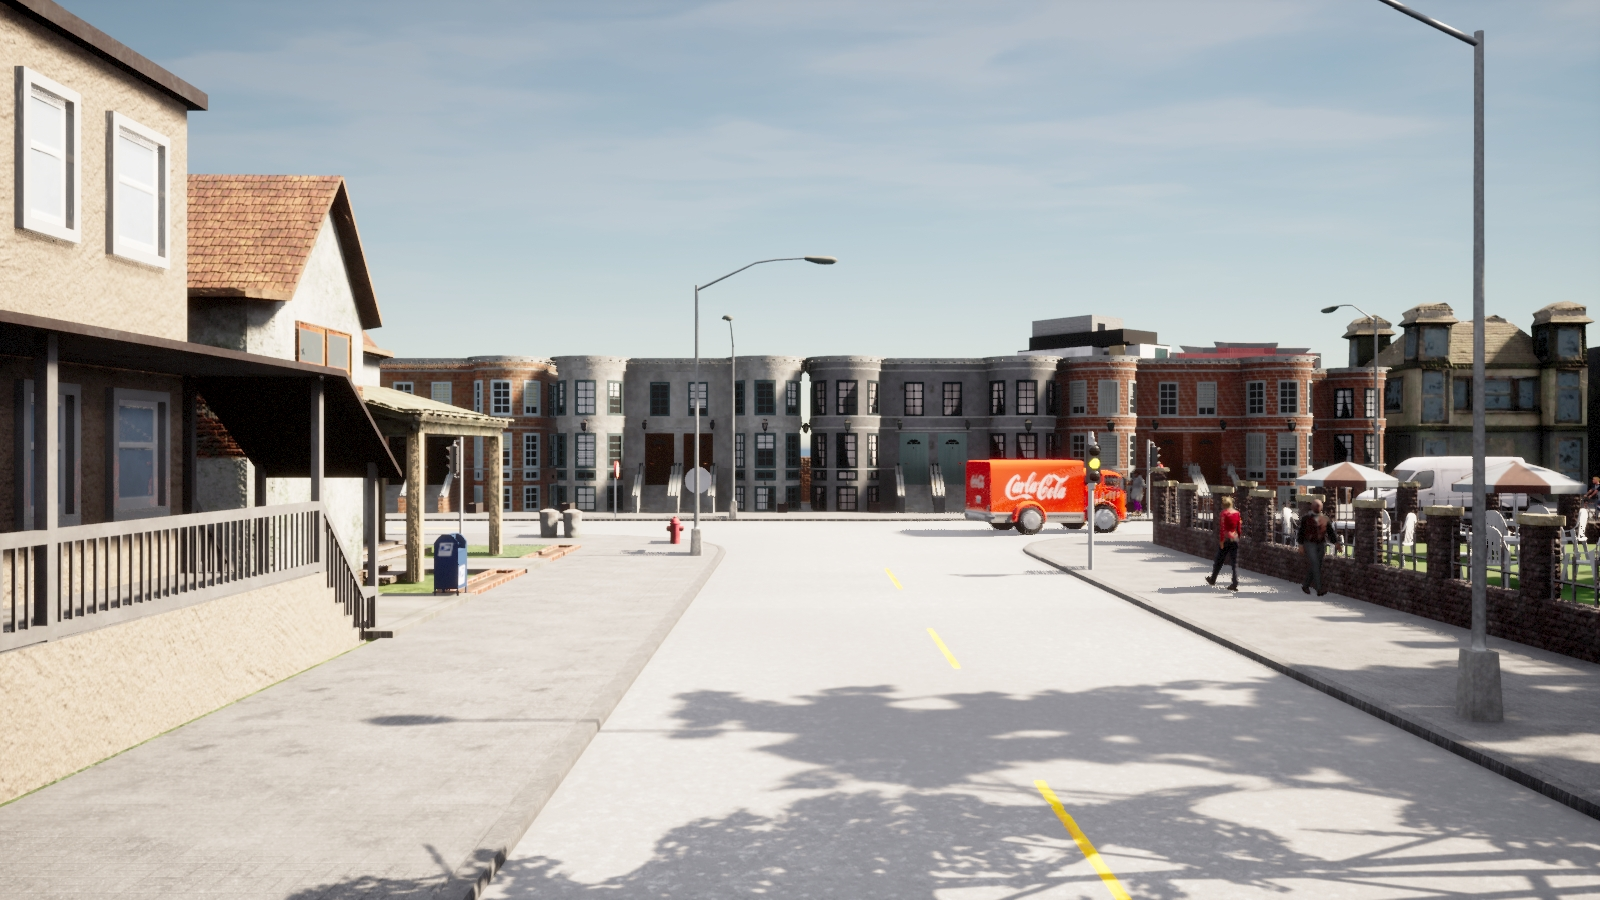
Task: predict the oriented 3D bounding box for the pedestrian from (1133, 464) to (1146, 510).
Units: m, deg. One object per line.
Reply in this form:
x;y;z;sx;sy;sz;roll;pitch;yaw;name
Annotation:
13.859;1.524;46.679;0.375;1.860;0.375;0;0;-14;pedestrian

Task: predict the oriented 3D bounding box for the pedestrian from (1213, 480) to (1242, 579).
8.166;1.516;21.819;0.375;1.860;0.375;0;0;-10;pedestrian

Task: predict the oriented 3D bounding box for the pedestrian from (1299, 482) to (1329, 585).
9.384;1.516;20.856;0.375;1.860;0.375;0;0;0;pedestrian

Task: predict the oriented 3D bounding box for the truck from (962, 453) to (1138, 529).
8.450;1.343;38.853;5.204;2.467;2.627;0;0;-13;truck

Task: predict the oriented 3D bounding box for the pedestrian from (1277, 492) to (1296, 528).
15.482;1.898;36.382;0.500;1.100;0.500;0;0;17;pedestrian

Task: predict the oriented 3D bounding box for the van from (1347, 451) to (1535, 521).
23.901;1.314;42.744;5.915;2.561;1.988;0;0;0;van
